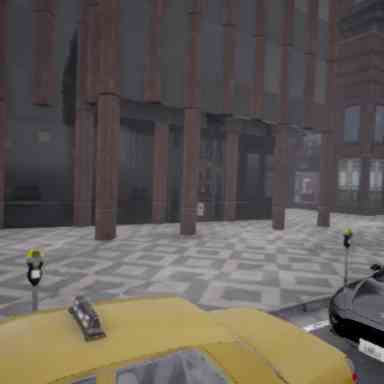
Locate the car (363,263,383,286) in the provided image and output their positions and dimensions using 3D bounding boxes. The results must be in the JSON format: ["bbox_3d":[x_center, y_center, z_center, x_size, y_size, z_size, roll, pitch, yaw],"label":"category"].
[{"bbox_3d":[4.013,1.542,5.081,4.313,1.339,1.947,1,2,-32],"label":"car"}]

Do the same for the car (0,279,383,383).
[{"bbox_3d":[-0.933,1.411,2.041,4.829,1.417,1.752,1,2,-32],"label":"car"}]
